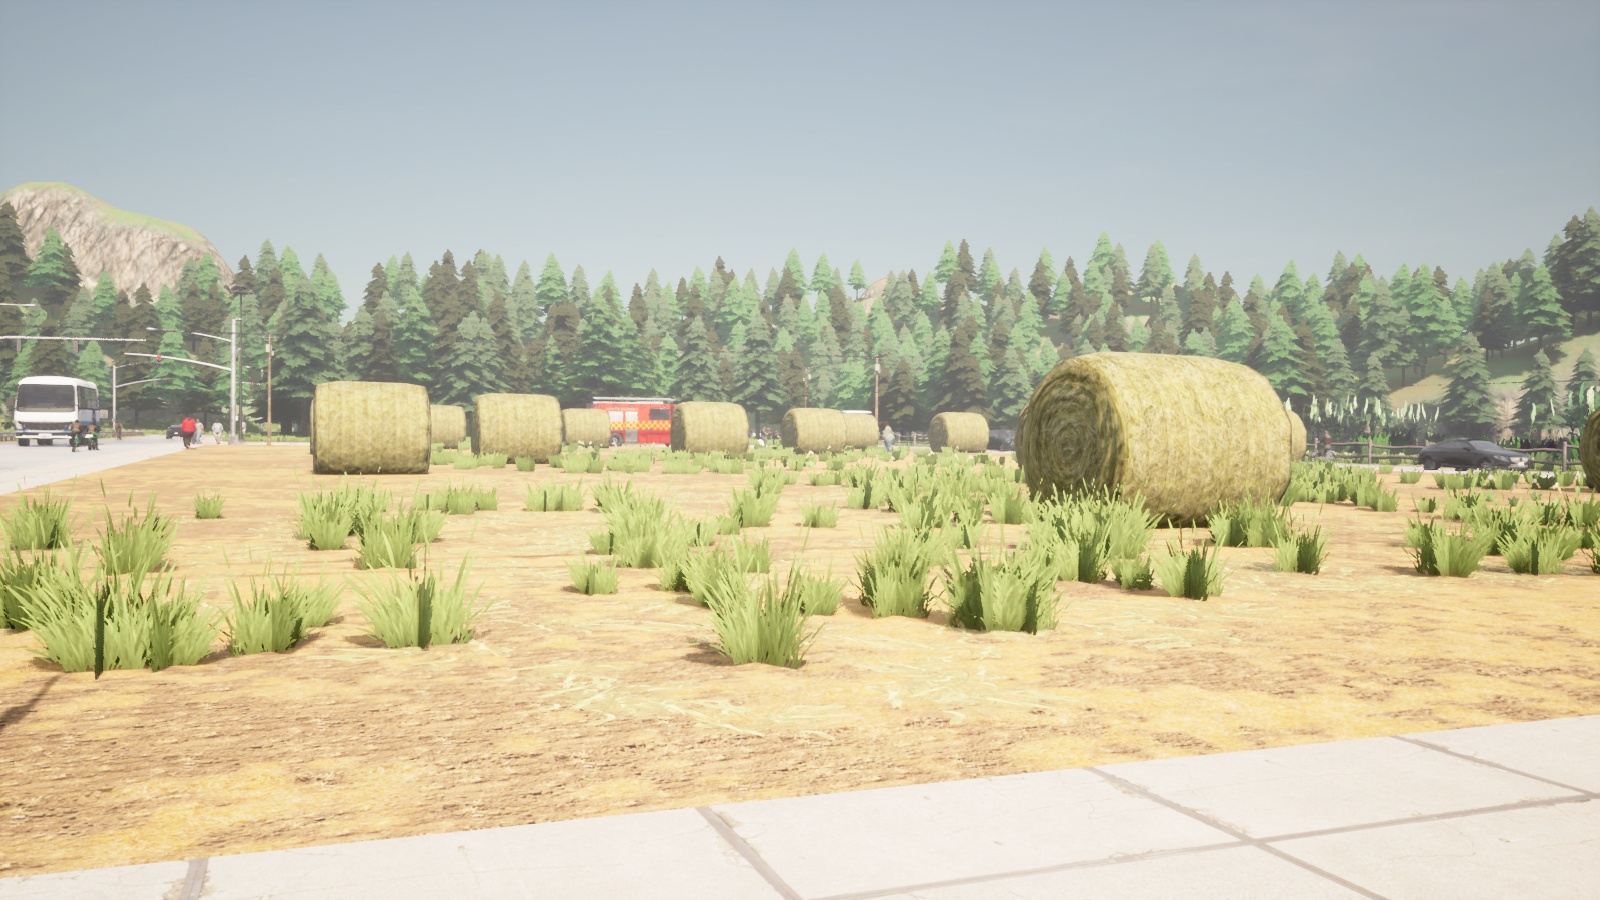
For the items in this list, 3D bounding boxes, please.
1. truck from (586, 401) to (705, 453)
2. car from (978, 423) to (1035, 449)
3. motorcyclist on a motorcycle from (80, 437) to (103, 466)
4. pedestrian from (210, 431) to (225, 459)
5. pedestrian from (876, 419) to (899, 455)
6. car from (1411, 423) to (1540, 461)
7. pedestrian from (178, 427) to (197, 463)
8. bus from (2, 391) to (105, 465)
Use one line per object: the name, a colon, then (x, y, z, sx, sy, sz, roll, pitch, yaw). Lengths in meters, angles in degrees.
truck: (-11.712, -1.792, 95.414, 8.468, 3.827, 2.891, -1, 1, -21)
car: (14.706, -0.996, 89.692, 2.097, 1.767, 4.553, -1, 1, -18)
motorcyclist on a motorcycle: (-37.795, 0.067, 67.029, 0.797, 1.523, 2.044, -1, 1, -22)
pedestrian: (-39.100, -0.357, 84.330, 0.874, 1.855, 0.900, -1, 1, -22)
pedestrian: (4.463, -0.668, 64.107, 0.900, 1.855, 0.874, 0, 1, 22)
car: (27.433, -0.340, 51.164, 1.812, 1.442, 4.674, -1, 1, -18)
pedestrian: (-31.525, -0.279, 64.643, 0.634, 1.844, 0.899, -1, 1, -42)
bus: (-45.861, -1.368, 77.530, 3.944, 4.253, 10.273, -1, 1, -22)
